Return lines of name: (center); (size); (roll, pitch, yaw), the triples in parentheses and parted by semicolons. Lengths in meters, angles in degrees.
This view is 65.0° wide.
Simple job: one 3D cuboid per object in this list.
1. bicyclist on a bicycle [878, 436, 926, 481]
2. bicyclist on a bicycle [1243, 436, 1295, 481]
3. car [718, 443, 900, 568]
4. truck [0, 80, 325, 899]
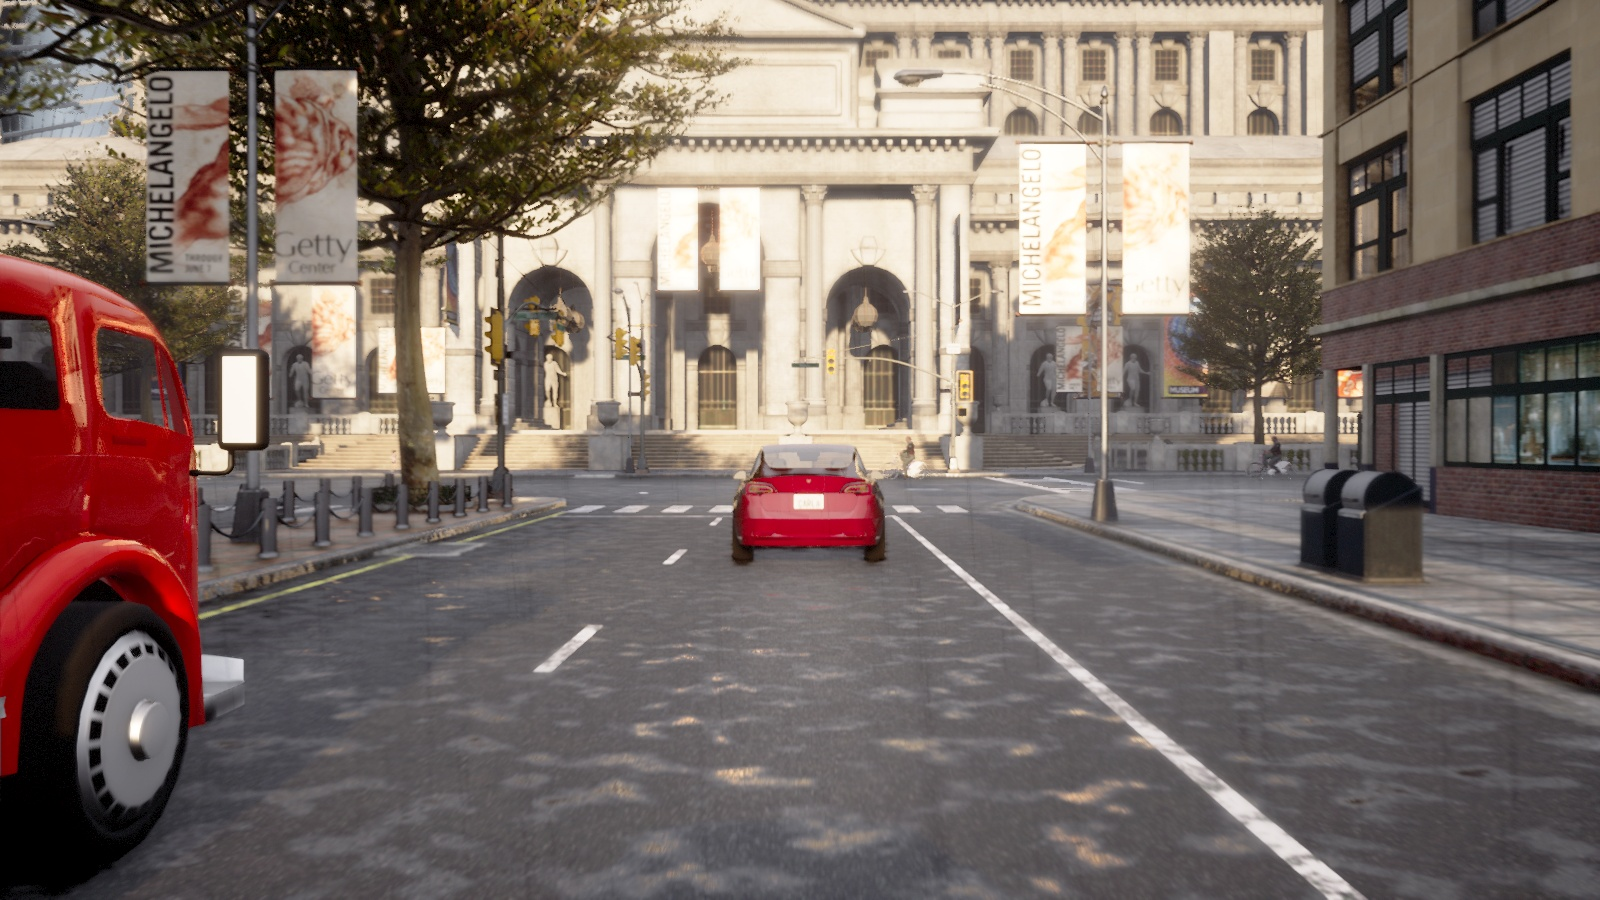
bicyclist on a bicycle: (4.095, 0.339, 50.483); (1.843, 1.776, 0.659); (0, 0, 1)
bicyclist on a bicycle: (18.783, 0.353, 50.336); (1.843, 1.776, 0.659); (0, 0, 1)
car: (0.118, 0.650, 17.322); (2.163, 1.488, 4.792); (0, 0, 0)
truck: (-3.466, 0.240, 3.053); (2.627, 2.467, 5.204); (0, 0, 0)
